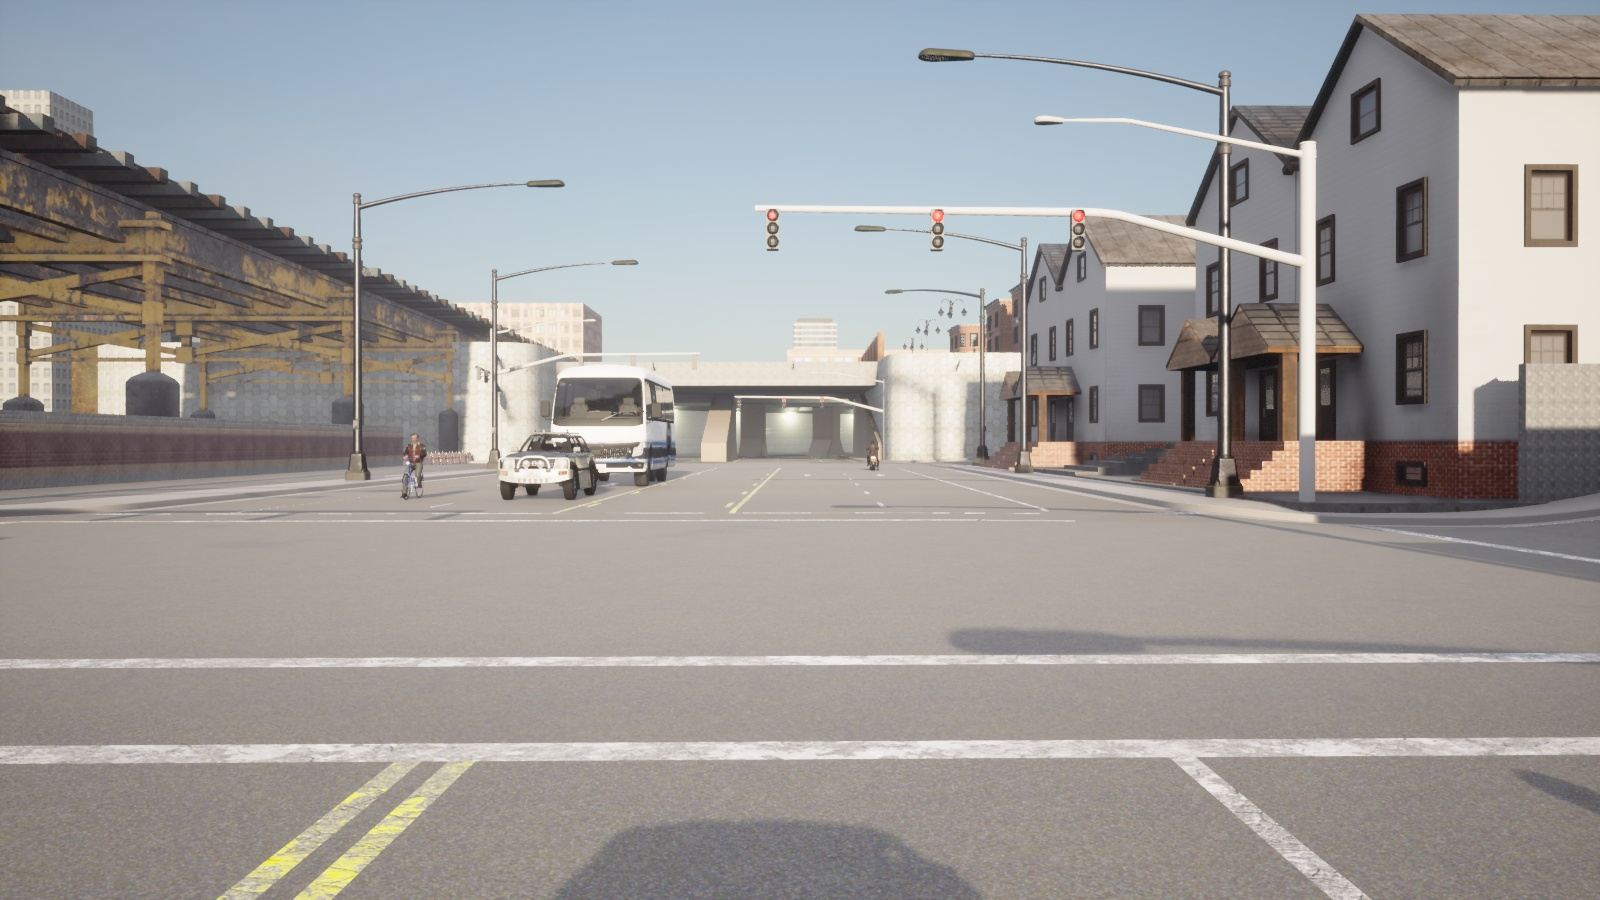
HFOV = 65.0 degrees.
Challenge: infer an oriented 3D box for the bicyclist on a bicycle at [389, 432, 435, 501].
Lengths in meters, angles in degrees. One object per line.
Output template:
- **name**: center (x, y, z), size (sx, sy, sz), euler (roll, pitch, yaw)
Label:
- **bicyclist on a bicycle**: center (-10.293, 0.420, 33.368), size (0.659, 1.776, 1.843), euler (0, 0, 0)

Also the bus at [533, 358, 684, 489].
- **bus**: center (-6.718, -0.896, 46.125), size (3.944, 4.253, 10.273), euler (0, 0, 0)

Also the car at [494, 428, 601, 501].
- **car**: center (-6.784, 0.365, 34.192), size (1.932, 1.855, 4.605), euler (0, 0, 1)
